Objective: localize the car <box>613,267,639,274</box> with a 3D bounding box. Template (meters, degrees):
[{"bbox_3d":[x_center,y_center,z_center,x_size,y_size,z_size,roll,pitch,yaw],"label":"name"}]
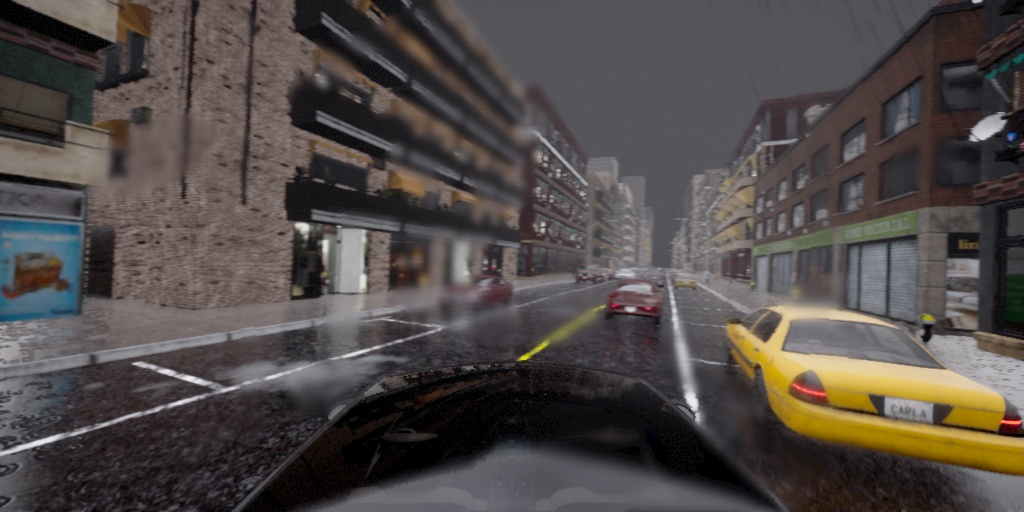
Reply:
[{"bbox_3d":[13.101,2.228,41.150,1.812,1.442,4.674,2,-1,24],"label":"car"}]

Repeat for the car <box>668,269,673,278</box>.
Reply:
[{"bbox_3d":[19.738,2.528,42.169,1.888,1.381,4.507,0,0,23],"label":"car"}]

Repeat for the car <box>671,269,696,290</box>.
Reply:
[{"bbox_3d":[15.368,2.219,31.966,1.751,1.417,4.829,0,0,23],"label":"car"}]

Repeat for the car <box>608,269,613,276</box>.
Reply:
[{"bbox_3d":[9.824,2.002,40.297,1.967,1.591,4.097,0,0,23],"label":"car"}]

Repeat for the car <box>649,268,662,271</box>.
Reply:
[{"bbox_3d":[17.571,2.265,43.862,2.097,1.767,4.553,2,-1,23],"label":"car"}]

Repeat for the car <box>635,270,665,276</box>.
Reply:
[{"bbox_3d":[11.195,2.095,28.742,1.895,1.301,4.718,2,-1,23],"label":"car"}]

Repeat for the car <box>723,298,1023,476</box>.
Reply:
[{"bbox_3d":[4.613,1.436,5.618,1.801,1.575,5.366,2,-1,23],"label":"car"}]

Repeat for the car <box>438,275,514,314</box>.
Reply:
[{"bbox_3d":[-1.267,1.418,14.400,1.802,1.307,4.207,0,0,23],"label":"car"}]

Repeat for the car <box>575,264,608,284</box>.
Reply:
[{"bbox_3d":[7.606,1.732,35.118,2.192,1.841,5.009,0,0,23],"label":"car"}]

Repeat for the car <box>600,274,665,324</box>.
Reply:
[{"bbox_3d":[4.717,1.595,13.609,1.812,1.442,4.674,2,-1,23],"label":"car"}]
